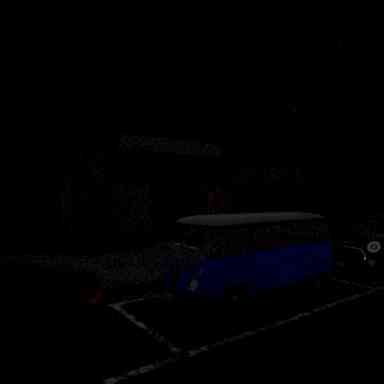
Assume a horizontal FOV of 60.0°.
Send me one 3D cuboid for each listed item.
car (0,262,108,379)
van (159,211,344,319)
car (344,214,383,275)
[{"bbox_3d":[-3.126,1.582,3.961,4.206,1.307,1.802,0,0,-35],"label":"car"},{"bbox_3d":[1.283,1.341,7.100,3.998,1.788,1.690,0,0,-35],"label":"van"},{"bbox_3d":[5.692,1.439,10.240,4.097,1.590,1.967,0,0,-35],"label":"car"}]
